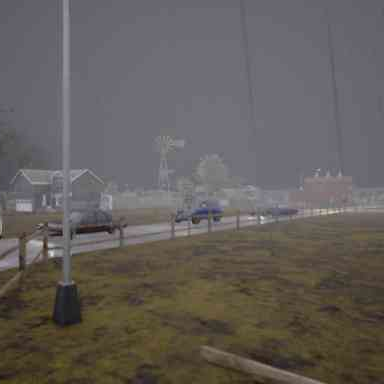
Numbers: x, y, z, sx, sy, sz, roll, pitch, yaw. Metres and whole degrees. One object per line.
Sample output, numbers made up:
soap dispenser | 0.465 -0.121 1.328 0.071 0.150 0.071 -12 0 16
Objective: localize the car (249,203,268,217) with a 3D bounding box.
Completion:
car | 8.645 2.159 40.363 1.837 1.490 4.892 0 -1 36

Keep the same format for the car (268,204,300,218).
car | 11.042 2.133 38.676 1.882 1.535 5.008 0 -1 35

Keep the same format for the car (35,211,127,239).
car | -6.217 1.833 19.434 2.033 1.411 5.357 0 -1 34

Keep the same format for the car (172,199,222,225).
car | 0.565 1.658 29.033 2.150 2.045 5.566 0 0 35
